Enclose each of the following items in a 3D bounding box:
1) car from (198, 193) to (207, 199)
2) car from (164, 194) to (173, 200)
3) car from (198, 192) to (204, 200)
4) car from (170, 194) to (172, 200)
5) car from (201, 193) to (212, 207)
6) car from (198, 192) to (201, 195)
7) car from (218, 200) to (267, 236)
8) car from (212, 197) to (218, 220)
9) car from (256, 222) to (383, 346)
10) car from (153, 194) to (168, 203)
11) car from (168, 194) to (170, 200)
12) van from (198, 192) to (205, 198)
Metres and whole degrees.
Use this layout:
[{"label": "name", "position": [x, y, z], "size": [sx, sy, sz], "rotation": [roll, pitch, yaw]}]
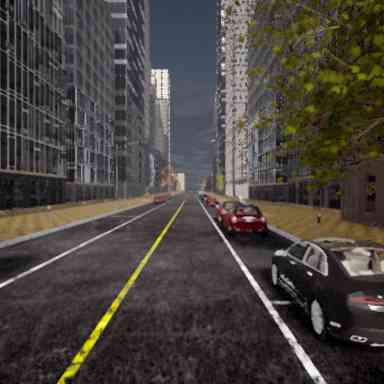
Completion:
[{"label": "car", "position": [2.678, 1.043, 85.969], "size": [1.947, 1.339, 4.313], "rotation": [0, 0, 0]}, {"label": "car", "position": [-5.702, 1.083, 80.285], "size": [1.947, 1.339, 4.313], "rotation": [0, 0, 0]}, {"label": "car", "position": [2.682, 1.199, 63.201], "size": [1.947, 1.339, 4.313], "rotation": [0, 0, 0]}, {"label": "car", "position": [-5.701, 1.101, 74.592], "size": [1.887, 1.381, 4.507], "rotation": [0, 0, 0]}, {"label": "car", "position": [2.684, 1.288, 46.125], "size": [1.887, 1.381, 4.507], "rotation": [0, 0, 0]}, {"label": "car", "position": [2.680, 1.122, 74.585], "size": [1.947, 1.339, 4.313], "rotation": [0, 0, 0]}, {"label": "car", "position": [2.688, 1.347, 17.662], "size": [1.967, 1.590, 4.097], "rotation": [0, 0, 0]}, {"label": "car", "position": [2.687, 1.316, 23.354], "size": [1.967, 1.590, 4.097], "rotation": [0, 0, 0]}, {"label": "car", "position": [2.690, 1.519, 6.278], "size": [2.008, 1.369, 4.403], "rotation": [0, 0, 0]}, {"label": "car", "position": [-5.698, 1.216, 57.514], "size": [1.887, 1.381, 4.507], "rotation": [0, 0, 0]}, {"label": "car", "position": [-5.699, 1.216, 63.208], "size": [1.802, 1.307, 4.206], "rotation": [0, 0, 0]}, {"label": "van", "position": [2.678, 0.777, 91.661], "size": [1.690, 1.788, 3.998], "rotation": [0, 0, 0]}]
